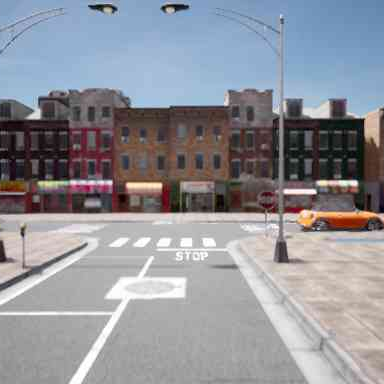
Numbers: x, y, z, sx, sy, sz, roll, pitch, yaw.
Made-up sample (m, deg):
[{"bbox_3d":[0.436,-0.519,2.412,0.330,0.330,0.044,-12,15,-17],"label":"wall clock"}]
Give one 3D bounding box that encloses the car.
[{"bbox_3d":[8.646,1.390,19.393,4.553,1.767,2.097,0,1,-5],"label":"car"}]
